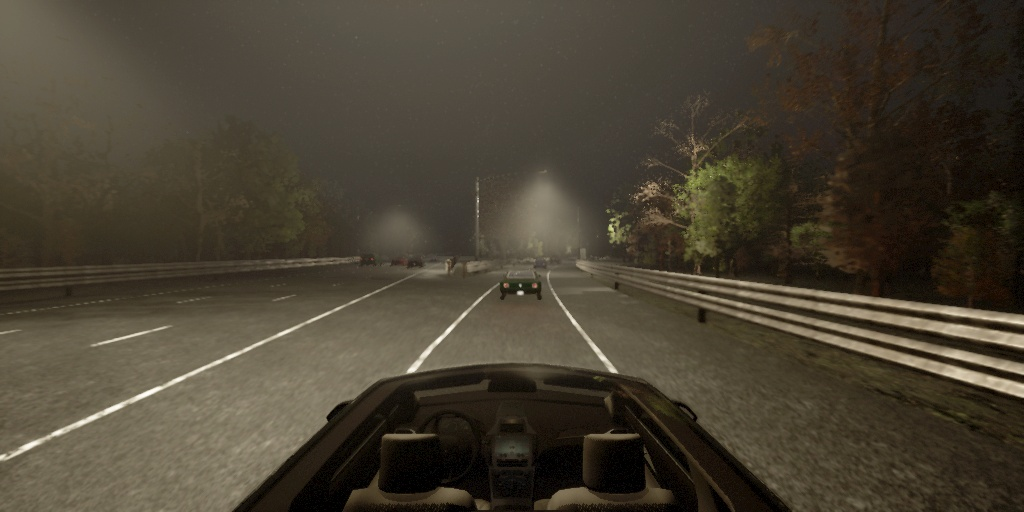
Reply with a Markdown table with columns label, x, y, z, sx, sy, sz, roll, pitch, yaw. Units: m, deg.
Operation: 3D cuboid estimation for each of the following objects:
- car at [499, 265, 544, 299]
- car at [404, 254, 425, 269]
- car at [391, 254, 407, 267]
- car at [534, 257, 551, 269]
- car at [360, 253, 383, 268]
| label | x | y | z | sx | sy | sz | roll | pitch | yaw |
| --- | --- | --- | --- | --- | --- | --- | --- | --- | --- |
| car | 0.480 | 1.300 | 17.664 | 1.895 | 1.301 | 4.718 | 0 | 0 | 3 |
| car | -12.727 | 0.864 | 47.928 | 1.882 | 1.535 | 5.008 | 0 | 0 | -8 |
| car | -17.243 | 0.810 | 55.109 | 1.882 | 1.535 | 5.008 | 0 | 0 | -8 |
| car | 4.301 | 1.156 | 53.302 | 2.033 | 1.411 | 5.357 | 0 | 0 | 10 |
| car | -20.339 | 0.578 | 51.915 | 2.150 | 2.045 | 5.566 | 0 | 0 | -8 |
